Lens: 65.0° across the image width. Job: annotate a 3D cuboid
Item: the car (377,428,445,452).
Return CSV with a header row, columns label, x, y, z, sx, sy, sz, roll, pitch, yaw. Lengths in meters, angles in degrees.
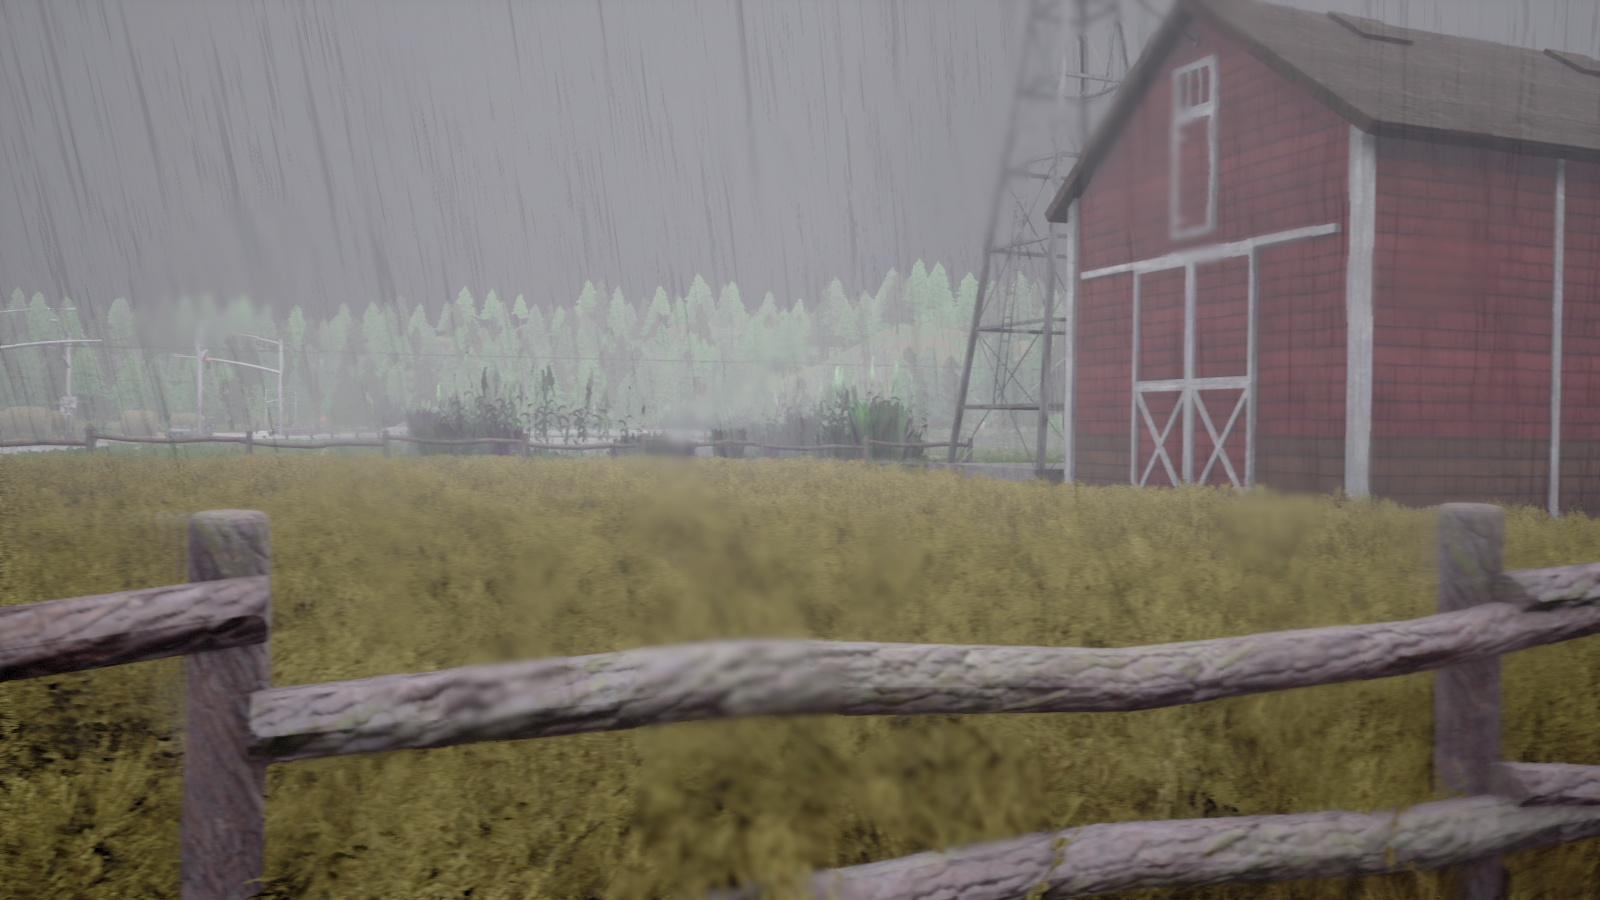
label,x,y,z,sx,sy,sz,roll,pitch,yaw
car,-28.914,-0.756,93.413,4.674,1.442,1.812,-4,2,-15
